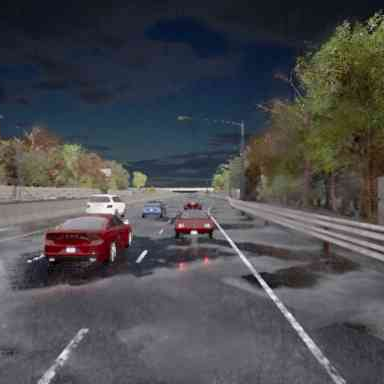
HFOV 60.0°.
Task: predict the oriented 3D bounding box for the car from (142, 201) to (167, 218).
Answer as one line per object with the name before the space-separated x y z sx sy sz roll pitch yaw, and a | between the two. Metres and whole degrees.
car | -3.396 1.554 30.373 2.033 1.411 5.357 0 0 0

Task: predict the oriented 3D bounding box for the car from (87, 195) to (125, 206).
car | -6.893 1.226 27.116 2.150 2.045 5.566 0 0 0

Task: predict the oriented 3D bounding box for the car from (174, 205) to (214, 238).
car | 0.104 1.602 17.726 1.895 1.301 4.718 0 0 0

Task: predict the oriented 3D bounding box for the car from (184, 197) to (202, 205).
car | 0.102 1.368 39.951 2.097 1.767 4.553 0 0 0

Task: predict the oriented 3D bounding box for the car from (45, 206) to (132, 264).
car | -3.399 1.477 11.807 1.882 1.535 5.008 0 0 0
